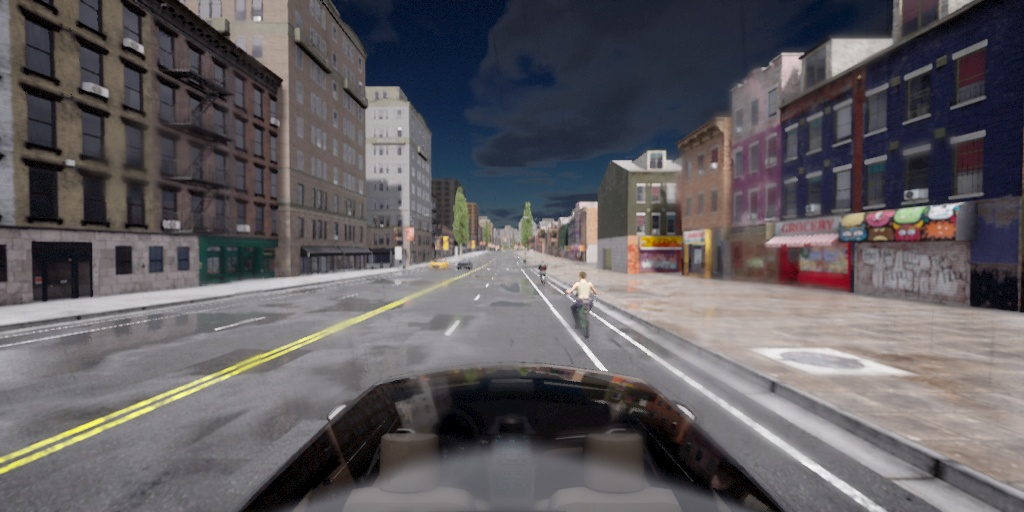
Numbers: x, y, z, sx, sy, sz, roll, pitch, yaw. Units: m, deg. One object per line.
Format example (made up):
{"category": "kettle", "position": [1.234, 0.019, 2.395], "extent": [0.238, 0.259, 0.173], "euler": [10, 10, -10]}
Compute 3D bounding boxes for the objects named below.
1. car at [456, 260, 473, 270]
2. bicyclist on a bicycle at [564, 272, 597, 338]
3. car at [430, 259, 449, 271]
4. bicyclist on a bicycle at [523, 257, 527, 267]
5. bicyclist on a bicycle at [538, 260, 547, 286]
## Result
{"category": "car", "position": [-6.700, 1.248, 51.280], "extent": [2.033, 1.411, 5.357], "euler": [0, 0, 0]}
{"category": "bicyclist on a bicycle", "position": [1.814, 1.208, 9.275], "extent": [0.866, 1.612, 1.509], "euler": [0, 0, 0]}
{"category": "car", "position": [-9.959, 1.185, 49.562], "extent": [1.882, 1.535, 5.008], "euler": [0, 0, 0]}
{"category": "bicyclist on a bicycle", "position": [1.944, 1.058, 54.120], "extent": [0.659, 1.776, 1.843], "euler": [0, 0, 1]}
{"category": "bicyclist on a bicycle", "position": [2.056, 1.152, 24.197], "extent": [0.659, 1.776, 1.843], "euler": [0, 0, 1]}
